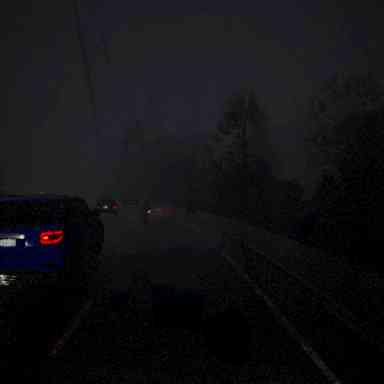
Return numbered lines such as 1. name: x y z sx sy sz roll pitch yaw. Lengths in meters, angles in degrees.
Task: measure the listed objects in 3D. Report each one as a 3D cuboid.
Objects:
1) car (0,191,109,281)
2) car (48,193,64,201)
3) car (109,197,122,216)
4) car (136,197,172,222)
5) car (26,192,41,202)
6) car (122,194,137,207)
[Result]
1. car: -4.017 1.104 9.520 2.150 2.045 5.566 0 1 -5
2. car: -23.610 0.863 57.683 1.895 1.301 4.718 0 1 -30
3. car: -7.274 1.195 28.065 2.033 1.411 5.357 0 1 -15
4. car: -2.589 1.253 23.367 2.033 1.411 5.357 0 1 -12
5. car: -26.741 0.779 56.039 1.837 1.490 4.892 0 1 -30
6. car: -7.720 0.981 40.845 2.128 1.511 4.902 0 1 -20
